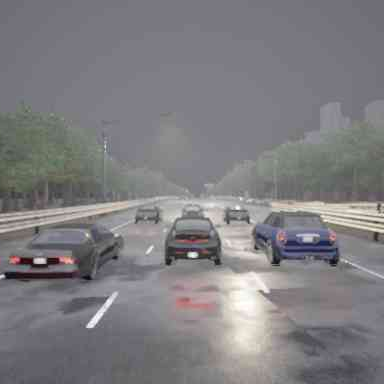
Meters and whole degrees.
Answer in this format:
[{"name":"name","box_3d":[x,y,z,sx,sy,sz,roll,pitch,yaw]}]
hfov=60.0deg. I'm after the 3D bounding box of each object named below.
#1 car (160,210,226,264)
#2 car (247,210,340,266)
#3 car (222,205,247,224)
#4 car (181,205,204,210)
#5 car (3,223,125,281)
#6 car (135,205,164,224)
[{"name":"car","box_3d":[0.048,1.638,12.328,1.837,1.490,4.892,0,0,1]},{"name":"car","box_3d":[3.548,1.482,12.242,2.097,1.767,4.553,0,-1,1]},{"name":"car","box_3d":[3.554,1.768,27.293,2.128,1.511,4.902,0,0,0]},{"name":"car","box_3d":[0.059,1.807,28.004,1.812,1.442,4.674,0,0,0]},{"name":"car","box_3d":[-3.471,1.656,10.141,2.033,1.411,5.357,0,-1,1]},{"name":"car","box_3d":[-3.446,1.769,27.317,2.128,1.511,4.902,0,0,0]}]
